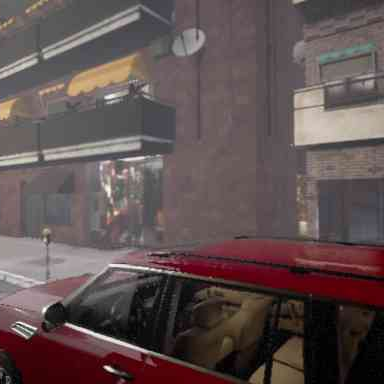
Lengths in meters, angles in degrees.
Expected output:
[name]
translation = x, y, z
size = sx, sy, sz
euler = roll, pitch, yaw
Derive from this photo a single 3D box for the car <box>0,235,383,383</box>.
[car]
translation = 0.186, 1.315, 2.758
size = 5.009, 1.841, 2.192
euler = 0, -1, 36
